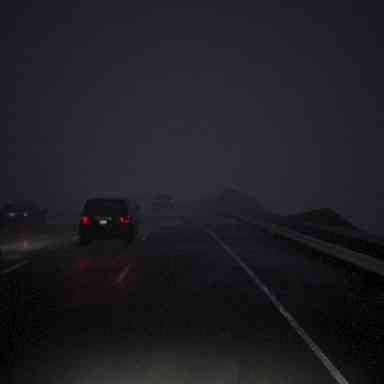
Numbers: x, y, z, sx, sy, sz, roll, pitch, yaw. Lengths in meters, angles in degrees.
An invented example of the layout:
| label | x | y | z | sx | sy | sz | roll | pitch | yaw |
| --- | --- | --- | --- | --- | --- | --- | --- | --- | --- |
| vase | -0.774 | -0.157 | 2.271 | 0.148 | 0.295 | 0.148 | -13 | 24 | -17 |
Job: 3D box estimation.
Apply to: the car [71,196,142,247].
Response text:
| label | x | y | z | sx | sy | sz | roll | pitch | yaw |
| --- | --- | --- | --- | --- | --- | --- | --- | --- | --- |
| car | -3.726 | 1.268 | 15.616 | 2.150 | 2.045 | 5.566 | 0 | 0 | -6 |

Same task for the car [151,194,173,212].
| label | x | y | z | sx | sy | sz | roll | pitch | yaw |
| --- | --- | --- | --- | --- | --- | --- | --- | --- | --- |
| car | -3.703 | 1.264 | 40.348 | 2.150 | 2.045 | 5.566 | 0 | 0 | -13 |

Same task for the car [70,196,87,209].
| label | x | y | z | sx | sy | sz | roll | pitch | yaw |
| --- | --- | --- | --- | --- | --- | --- | --- | --- | --- |
| car | -16.922 | 1.564 | 49.803 | 2.097 | 1.767 | 4.553 | -1 | 0 | -16 |

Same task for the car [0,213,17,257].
| label | x | y | z | sx | sy | sz | roll | pitch | yaw |
| --- | --- | --- | --- | --- | --- | --- | --- | --- | --- |
| car | -7.064 | 1.581 | 8.947 | 2.128 | 1.511 | 4.902 | -1 | 0 | -3 |

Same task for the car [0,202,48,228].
| label | x | y | z | sx | sy | sz | roll | pitch | yaw |
| --- | --- | --- | --- | --- | --- | --- | --- | --- | --- |
| car | -11.705 | 1.499 | 23.239 | 2.097 | 1.767 | 4.553 | -1 | 0 | -7 |

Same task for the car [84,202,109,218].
| label | x | y | z | sx | sy | sz | roll | pitch | yaw |
| --- | --- | --- | --- | --- | --- | --- | --- | --- | --- |
| car | -9.276 | 1.717 | 32.619 | 1.895 | 1.301 | 4.718 | -1 | 0 | -10 |
